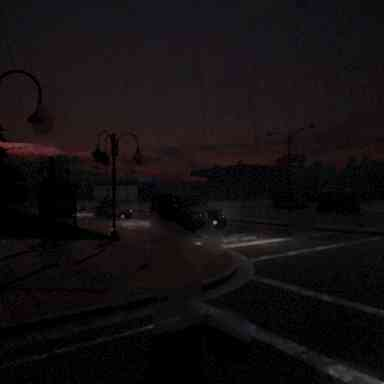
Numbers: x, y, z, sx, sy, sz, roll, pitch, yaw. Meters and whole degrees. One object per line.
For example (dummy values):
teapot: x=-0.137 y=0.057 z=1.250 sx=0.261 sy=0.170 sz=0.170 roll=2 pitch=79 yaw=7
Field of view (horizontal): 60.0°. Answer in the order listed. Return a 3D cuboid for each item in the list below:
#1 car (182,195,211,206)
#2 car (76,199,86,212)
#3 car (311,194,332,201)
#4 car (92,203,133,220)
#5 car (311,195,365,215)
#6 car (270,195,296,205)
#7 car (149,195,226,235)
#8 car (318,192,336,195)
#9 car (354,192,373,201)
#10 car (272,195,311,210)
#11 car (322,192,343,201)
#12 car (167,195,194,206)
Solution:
car: x=0.624 y=1.267 z=53.375 sx=2.152 sy=1.636 sz=5.027 roll=0 pitch=0 yaw=-36
car: x=-13.336 y=1.478 z=37.020 sx=2.128 sy=1.511 sz=4.902 roll=0 pitch=0 yaw=-36
car: x=28.502 y=1.212 z=73.284 sx=1.970 sy=1.475 sz=3.806 roll=0 pitch=0 yaw=-36
car: x=-6.732 y=1.589 z=27.886 sx=1.895 sy=1.301 sz=4.718 roll=0 pitch=0 yaw=-36
car: x=13.206 y=1.319 z=30.310 sx=1.845 sy=1.501 sz=3.633 roll=0 pitch=0 yaw=-36
car: x=14.725 y=1.227 z=53.993 sx=1.845 sy=1.501 sz=3.633 roll=0 pitch=0 yaw=-36
car: x=-0.446 y=1.210 z=19.236 sx=2.150 sy=2.045 sz=5.566 roll=0 pitch=0 yaw=-36
car: x=22.890 y=1.180 z=59.754 sx=2.007 sy=1.523 sz=4.514 roll=0 pitch=0 yaw=-36
car: x=33.450 y=0.949 z=66.398 sx=1.932 sy=1.855 sz=4.605 roll=0 pitch=0 yaw=-36
car: x=11.330 y=1.321 z=38.083 sx=1.970 sy=1.475 sz=3.806 roll=0 pitch=0 yaw=-36
car: x=31.565 y=0.920 z=74.714 sx=1.905 sy=1.878 sz=3.866 roll=0 pitch=0 yaw=-36
car: x=-1.901 y=1.283 z=51.513 sx=2.007 sy=1.523 sz=4.514 roll=0 pitch=0 yaw=-36
